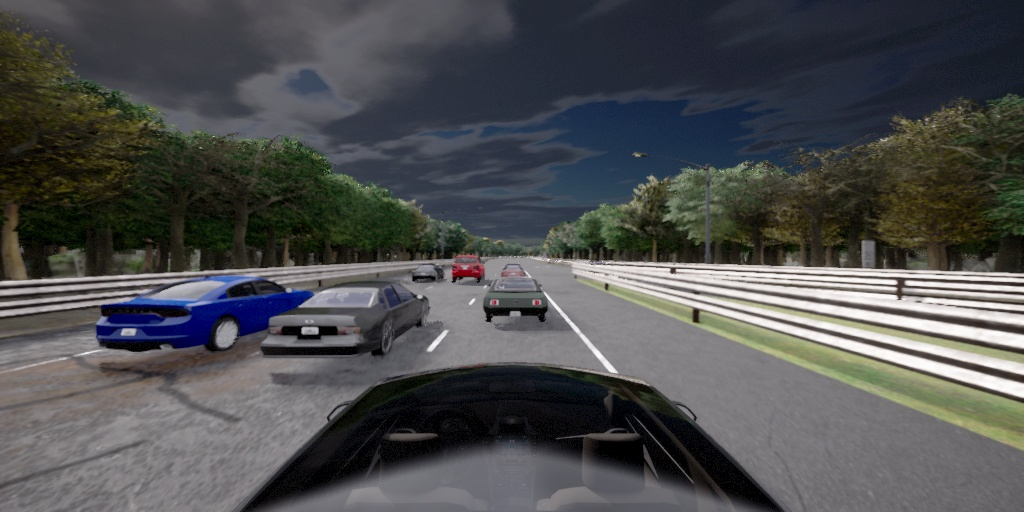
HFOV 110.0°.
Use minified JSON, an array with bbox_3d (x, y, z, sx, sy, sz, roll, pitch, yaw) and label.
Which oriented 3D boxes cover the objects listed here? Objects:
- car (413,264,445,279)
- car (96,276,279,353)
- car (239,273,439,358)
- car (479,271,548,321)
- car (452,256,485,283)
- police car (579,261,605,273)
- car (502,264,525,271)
[{"bbox_3d":[-6.888,1.330,29.855,1.994,1.385,4.181,0,0,0],"label":"car"},{"bbox_3d":[-6.893,1.228,8.926,1.882,1.535,5.008,0,0,0],"label":"car"},{"bbox_3d":[-3.393,1.302,8.533,2.033,1.411,5.357,0,0,0],"label":"car"},{"bbox_3d":[0.105,1.356,12.412,1.895,1.301,4.718,0,0,0],"label":"car"},{"bbox_3d":[-3.390,0.986,28.600,2.150,2.045,5.566,0,0,0],"label":"car"},{"bbox_3d":[9.610,1.334,42.579,2.038,1.542,4.974,0,0,-11],"label":"police car"},{"bbox_3d":[0.110,1.329,29.795,1.994,1.385,4.181,0,0,0],"label":"car"}]
